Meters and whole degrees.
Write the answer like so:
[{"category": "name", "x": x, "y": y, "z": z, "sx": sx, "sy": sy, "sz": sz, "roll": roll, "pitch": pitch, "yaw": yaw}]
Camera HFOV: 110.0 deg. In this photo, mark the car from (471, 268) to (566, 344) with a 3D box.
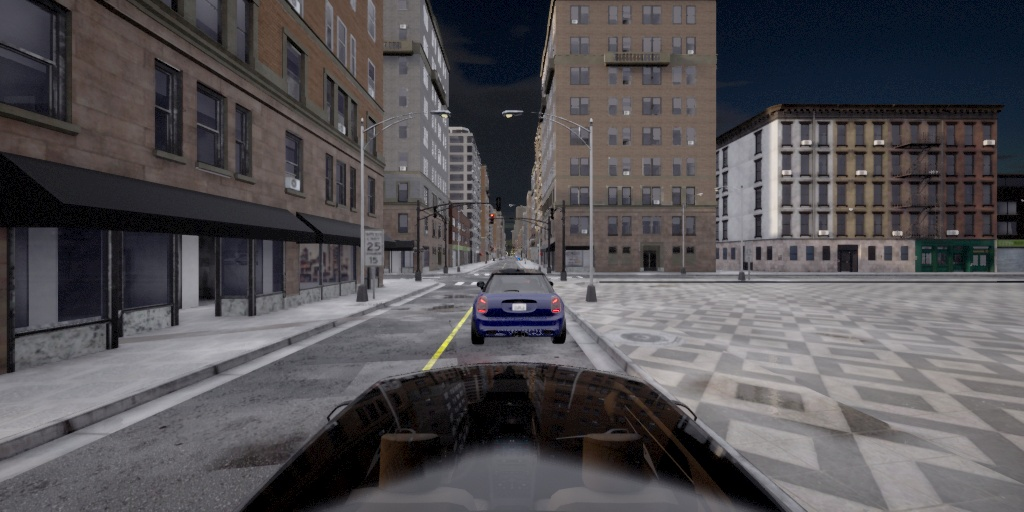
[{"category": "car", "x": 0.100, "y": 1.102, "z": 9.716, "sx": 2.097, "sy": 1.767, "sz": 4.553, "roll": 0, "pitch": 0, "yaw": -1}]
